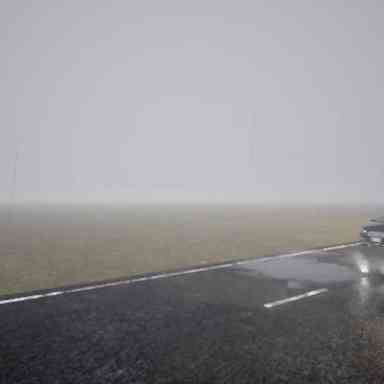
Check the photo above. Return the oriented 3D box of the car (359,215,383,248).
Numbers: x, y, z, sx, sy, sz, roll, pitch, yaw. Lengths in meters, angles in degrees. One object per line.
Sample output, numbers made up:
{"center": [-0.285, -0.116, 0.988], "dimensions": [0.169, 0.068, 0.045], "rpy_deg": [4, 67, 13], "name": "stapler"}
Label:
{"center": [9.015, 1.568, 14.110], "dimensions": [4.902, 1.511, 2.128], "rpy_deg": [0, 0, -36], "name": "car"}
